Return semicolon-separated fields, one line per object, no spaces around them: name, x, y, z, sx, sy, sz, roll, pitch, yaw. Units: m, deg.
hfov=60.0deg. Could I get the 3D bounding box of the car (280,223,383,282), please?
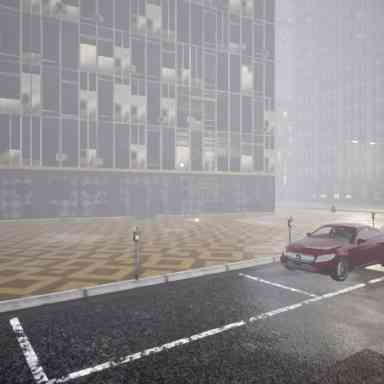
car;4.404;1.579;9.712;4.206;1.307;1.802;0;0;-36
